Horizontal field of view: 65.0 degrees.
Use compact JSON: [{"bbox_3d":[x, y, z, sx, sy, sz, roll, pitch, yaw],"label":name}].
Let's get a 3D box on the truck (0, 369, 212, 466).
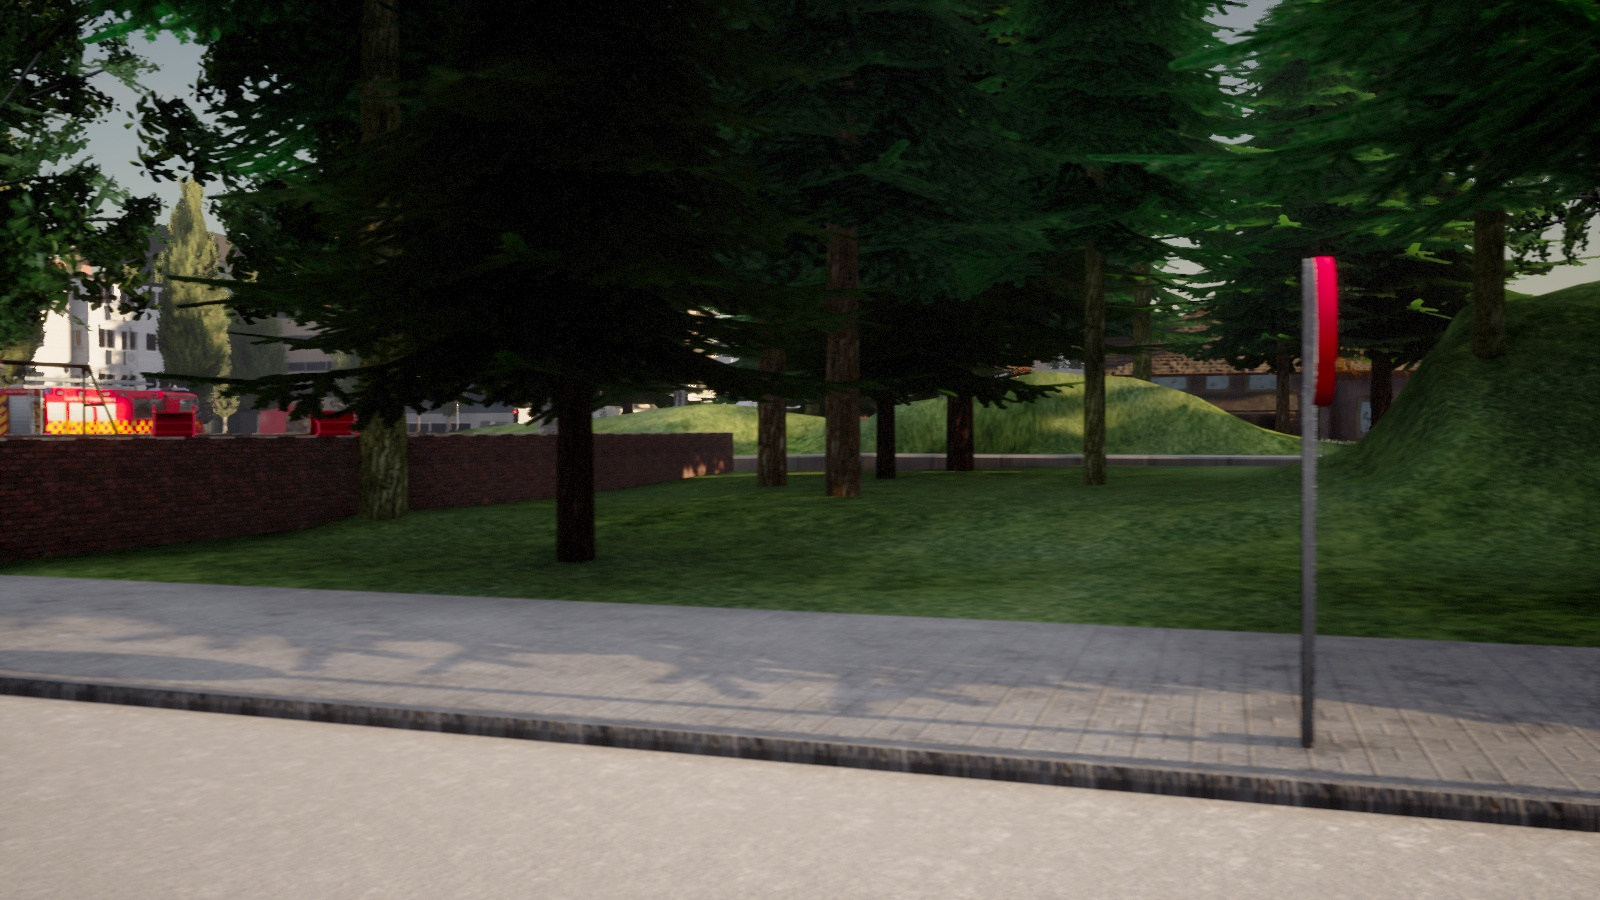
[{"bbox_3d":[-29.811,-1.354,54.312,2.891,3.827,8.468,1,1,19],"label":"truck"}]
